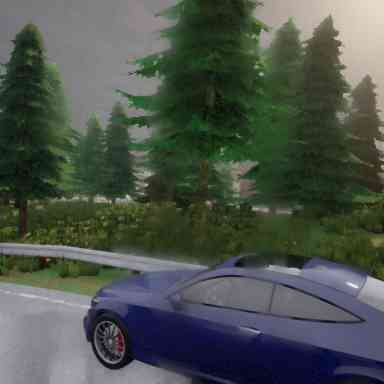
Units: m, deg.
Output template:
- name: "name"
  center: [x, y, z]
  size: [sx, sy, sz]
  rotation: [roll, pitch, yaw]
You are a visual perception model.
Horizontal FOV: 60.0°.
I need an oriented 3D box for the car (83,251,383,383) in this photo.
- name: "car"
  center: [0.761, 1.499, 4.094]
  size: [4.674, 1.442, 1.812]
  rotation: [1, 1, 31]
